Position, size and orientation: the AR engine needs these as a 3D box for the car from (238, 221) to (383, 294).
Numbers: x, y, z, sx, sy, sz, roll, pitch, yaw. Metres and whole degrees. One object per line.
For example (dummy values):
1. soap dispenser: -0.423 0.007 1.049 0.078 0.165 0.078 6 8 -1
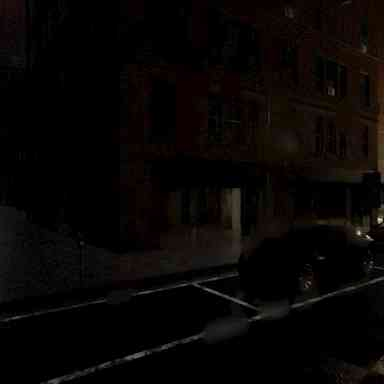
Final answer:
1. car: 3.175 1.566 8.809 4.313 1.339 1.947 0 0 -36
